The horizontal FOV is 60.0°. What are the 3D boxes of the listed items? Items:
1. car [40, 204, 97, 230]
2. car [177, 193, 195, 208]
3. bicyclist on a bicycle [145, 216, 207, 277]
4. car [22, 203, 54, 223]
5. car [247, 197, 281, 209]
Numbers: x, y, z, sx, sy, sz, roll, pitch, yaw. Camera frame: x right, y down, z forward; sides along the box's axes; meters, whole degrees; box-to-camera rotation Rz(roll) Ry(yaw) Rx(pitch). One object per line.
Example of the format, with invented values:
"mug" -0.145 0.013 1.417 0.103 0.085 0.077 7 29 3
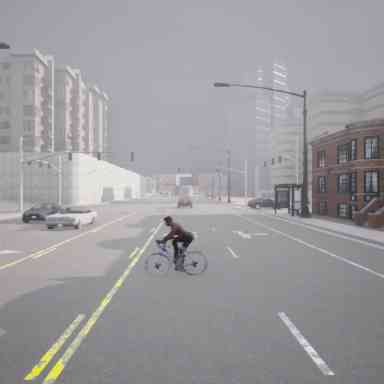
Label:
"car" -7.552 1.601 21.141 1.895 1.301 4.718 0 0 -1
"car" -0.992 1.352 47.448 2.097 1.767 4.553 0 0 -1
"bicyclist on a bicycle" -0.435 1.455 8.776 1.656 1.620 0.582 -2 0 -1
"car" -11.070 1.564 25.160 1.994 1.385 4.181 0 0 -1
"car" 9.766 1.505 44.019 4.892 1.490 1.837 0 0 -8
